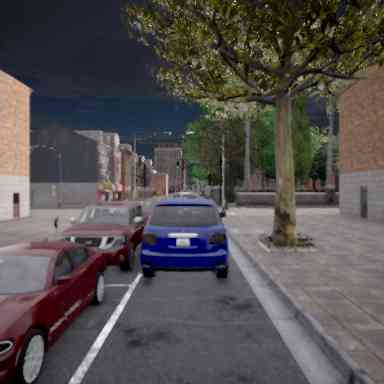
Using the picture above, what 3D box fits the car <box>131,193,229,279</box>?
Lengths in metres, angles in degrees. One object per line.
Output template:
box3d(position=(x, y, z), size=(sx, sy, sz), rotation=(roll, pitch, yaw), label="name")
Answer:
box3d(position=(-0.118, 1.183, 10.062), size=(2.150, 2.045, 5.566), rotation=(0, 0, 2), label="car")

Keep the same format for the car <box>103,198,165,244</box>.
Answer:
box3d(position=(-2.636, 1.250, 16.492), size=(2.192, 1.841, 5.009), rotation=(0, 0, 0), label="car")

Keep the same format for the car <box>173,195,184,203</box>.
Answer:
box3d(position=(-2.652, 1.333, 65.197), size=(1.947, 1.339, 4.313), rotation=(0, 0, 0), label="car")

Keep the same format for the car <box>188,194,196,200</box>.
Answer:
box3d(position=(0.002, 1.197, 83.758), size=(1.837, 1.490, 4.892), rotation=(0, 0, 0), label="car")

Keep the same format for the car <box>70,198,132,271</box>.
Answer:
box3d(position=(-2.636, 1.271, 10.880), size=(2.192, 1.841, 5.009), rotation=(0, 0, 0), label="car")

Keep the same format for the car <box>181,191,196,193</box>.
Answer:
box3d(position=(-1.124, 1.084, 37.723), size=(2.150, 2.045, 5.566), rotation=(1, 0, -19), label="car")

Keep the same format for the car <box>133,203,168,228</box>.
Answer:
box3d(position=(-2.637, 1.497, 22.104), size=(1.802, 1.307, 4.206), rotation=(0, 0, 0), label="car")

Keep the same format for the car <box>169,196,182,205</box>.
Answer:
box3d(position=(-2.650, 1.328, 54.488), size=(1.752, 1.417, 4.829), rotation=(0, 0, 0), label="car")

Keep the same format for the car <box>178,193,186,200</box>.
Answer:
box3d(position=(-2.646, 1.138, 86.276), size=(1.967, 1.590, 4.097), rotation=(0, 0, 0), label="car")

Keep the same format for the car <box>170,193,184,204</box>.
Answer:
box3d(position=(-2.654, 1.099, 59.926), size=(2.192, 1.841, 5.009), rotation=(0, 0, 0), label="car")

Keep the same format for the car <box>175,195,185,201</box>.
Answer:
box3d(position=(-2.649, 1.283, 75.737), size=(2.008, 1.369, 4.403), rotation=(0, 0, 0), label="car")

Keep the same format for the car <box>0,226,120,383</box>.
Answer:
box3d(position=(-2.637, 1.523, 5.269), size=(1.887, 1.381, 4.507), rotation=(0, 0, 0), label="car")

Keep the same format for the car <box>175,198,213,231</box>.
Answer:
box3d(position=(0.095, 1.272, 20.547), size=(2.097, 1.767, 4.553), rotation=(0, 0, 0), label="car")
